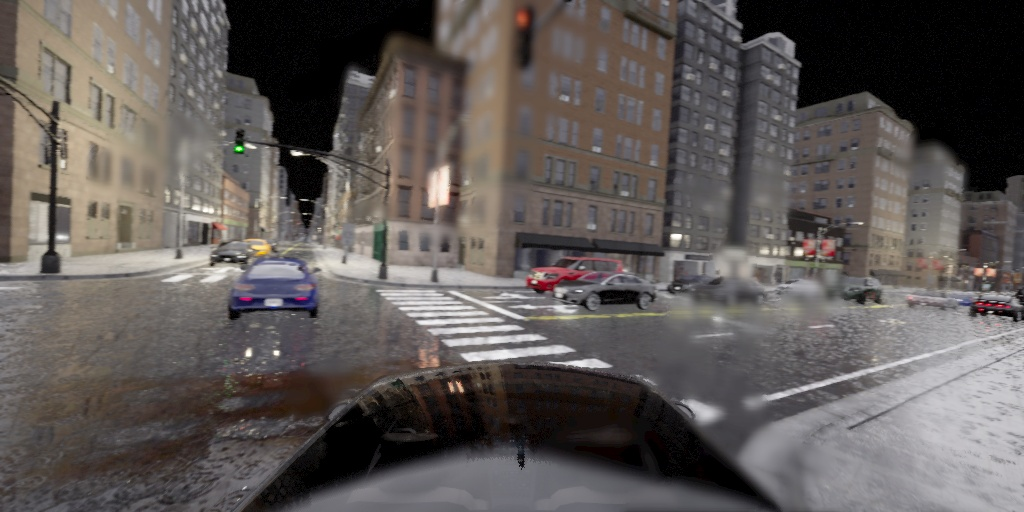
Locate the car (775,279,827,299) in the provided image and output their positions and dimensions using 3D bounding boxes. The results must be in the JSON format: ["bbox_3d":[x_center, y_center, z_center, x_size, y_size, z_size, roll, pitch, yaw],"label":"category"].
[{"bbox_3d":[24.346,2.727,30.449,4.674,1.442,1.812,4,1,-29],"label":"car"}]

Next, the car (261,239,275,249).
[{"bbox_3d":[-21.877,-0.676,30.640,1.882,1.535,5.008,3,1,-29],"label":"car"}]

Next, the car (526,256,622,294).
[{"bbox_3d":[3.443,1.044,18.537,5.566,2.045,2.150,4,1,-31],"label":"car"}]

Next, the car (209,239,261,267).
[{"bbox_3d":[-16.938,-0.181,21.940,1.837,1.490,4.892,3,1,-30],"label":"car"}]

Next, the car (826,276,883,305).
[{"bbox_3d":[26.961,2.640,28.187,5.566,2.045,2.150,4,1,-29],"label":"car"}]

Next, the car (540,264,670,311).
[{"bbox_3d":[3.953,1.393,15.078,4.902,1.511,2.128,4,1,-30],"label":"car"}]

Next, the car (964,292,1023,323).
[{"bbox_3d":[31.059,3.284,22.866,4.892,1.490,1.837,4,1,-30],"label":"car"}]

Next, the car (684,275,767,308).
[{"bbox_3d":[11.981,1.935,19.667,4.892,1.490,1.837,4,1,-30],"label":"car"}]

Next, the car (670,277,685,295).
[{"bbox_3d":[12.137,1.960,23.500,4.181,1.385,1.994,4,1,-30],"label":"car"}]

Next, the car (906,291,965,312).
[{"bbox_3d":[31.999,3.397,27.204,4.718,1.301,1.895,4,1,-29],"label":"car"}]

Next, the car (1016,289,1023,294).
[{"bbox_3d":[45.316,3.930,31.003,5.566,2.045,2.150,4,1,-30],"label":"car"}]

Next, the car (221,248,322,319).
[{"bbox_3d":[-6.358,0.727,9.862,1.812,1.442,4.674,3,1,-30],"label":"car"}]

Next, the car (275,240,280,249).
[{"bbox_3d":[-27.406,-1.172,40.396,1.837,1.490,4.892,3,1,-29],"label":"car"}]
